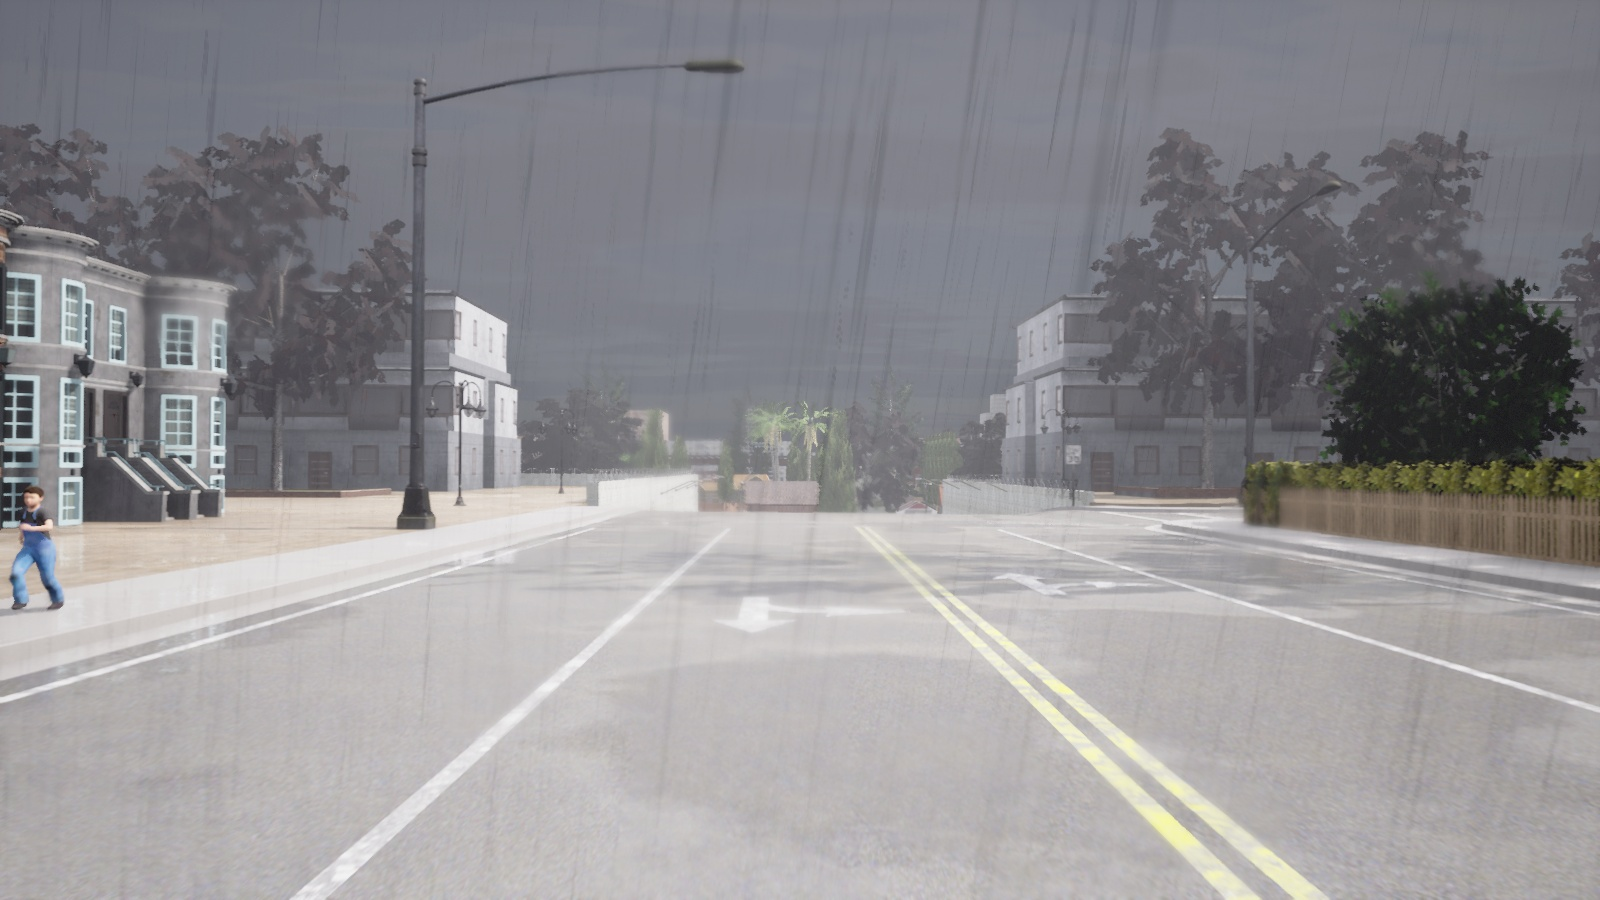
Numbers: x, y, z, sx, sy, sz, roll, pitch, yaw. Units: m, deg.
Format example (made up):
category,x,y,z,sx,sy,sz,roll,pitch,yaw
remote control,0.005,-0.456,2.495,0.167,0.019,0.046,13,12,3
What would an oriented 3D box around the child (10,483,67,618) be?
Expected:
category,x,y,z,sx,sy,sz,roll,pitch,yaw
child,-7.267,0.948,11.994,0.270,1.263,0.437,0,-1,-1
